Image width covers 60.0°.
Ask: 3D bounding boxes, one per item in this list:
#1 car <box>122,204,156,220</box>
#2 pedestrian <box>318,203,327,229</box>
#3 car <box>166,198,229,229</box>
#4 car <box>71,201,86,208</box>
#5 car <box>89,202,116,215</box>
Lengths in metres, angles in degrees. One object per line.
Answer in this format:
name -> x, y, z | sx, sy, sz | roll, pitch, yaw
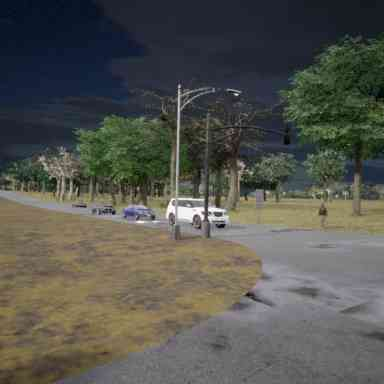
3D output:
car -> -5.209, 1.883, 31.922 | 1.812, 1.442, 4.674 | 3, -2, -34
pedestrian -> 9.312, 1.717, 23.832 | 0.375, 1.860, 0.375 | 1, -1, -34
car -> 0.232, 1.458, 23.755 | 2.150, 2.045, 5.566 | 3, -2, -34
car -> -21.372, 2.308, 62.784 | 1.994, 1.385, 4.181 | 3, -2, -34
car -> -10.780, 2.012, 40.254 | 1.994, 1.385, 4.181 | 3, -2, -34
